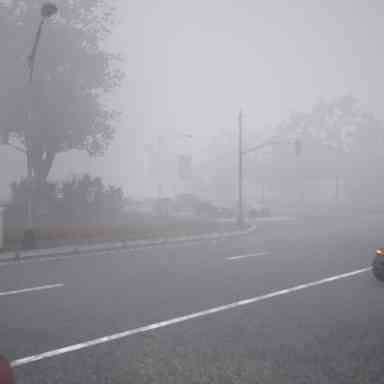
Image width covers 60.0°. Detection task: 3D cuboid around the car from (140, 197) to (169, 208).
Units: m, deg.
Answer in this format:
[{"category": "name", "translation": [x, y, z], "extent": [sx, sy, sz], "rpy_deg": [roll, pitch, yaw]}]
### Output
[{"category": "car", "translation": [-5.548, 1.502, 48.708], "extent": [2.033, 1.411, 5.357], "rpy_deg": [0, 0, -33]}]

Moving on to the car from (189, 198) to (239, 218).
[{"category": "car", "translation": [1.935, 1.520, 30.528], "extent": [1.812, 1.442, 4.674], "rpy_deg": [0, 0, -31]}]

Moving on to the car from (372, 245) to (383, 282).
[{"category": "car", "translation": [6.427, 1.560, 8.554], "extent": [4.181, 1.385, 1.994], "rpy_deg": [0, 0, -38]}]

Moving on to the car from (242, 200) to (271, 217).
[{"category": "car", "translation": [5.383, 1.519, 31.619], "extent": [1.812, 1.442, 4.674], "rpy_deg": [0, 0, -32]}]

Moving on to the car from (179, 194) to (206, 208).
[{"category": "car", "translation": [0.190, 1.207, 39.816], "extent": [2.150, 2.045, 5.566], "rpy_deg": [0, 0, -33]}]

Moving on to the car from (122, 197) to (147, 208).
[{"category": "car", "translation": [-8.714, 1.431, 47.141], "extent": [1.882, 1.535, 5.008], "rpy_deg": [0, 0, -34]}]

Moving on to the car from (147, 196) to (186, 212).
[{"category": "car", "translation": [-3.023, 1.491, 38.343], "extent": [1.837, 1.490, 4.892], "rpy_deg": [0, 0, -32]}]

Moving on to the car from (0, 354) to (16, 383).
[{"category": "car", "translation": [-3.463, 1.479, 1.273], "extent": [5.008, 1.535, 1.882], "rpy_deg": [1, 0, -35]}]
